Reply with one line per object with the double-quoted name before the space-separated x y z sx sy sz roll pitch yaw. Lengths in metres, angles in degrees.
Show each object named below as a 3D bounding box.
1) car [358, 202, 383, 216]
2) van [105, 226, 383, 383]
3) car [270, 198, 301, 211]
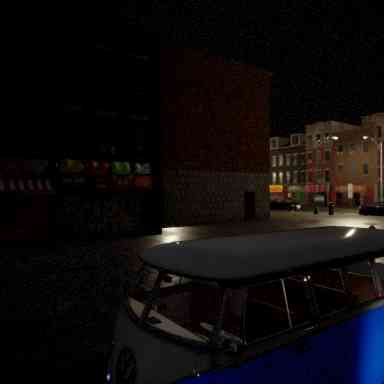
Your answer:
"car" 17.143 1.571 29.593 1.994 1.385 4.181 0 0 -35
"van" 1.096 1.341 3.603 3.998 1.788 1.690 0 0 -36
"car" 10.460 1.491 38.977 2.128 1.511 4.902 0 0 -35
